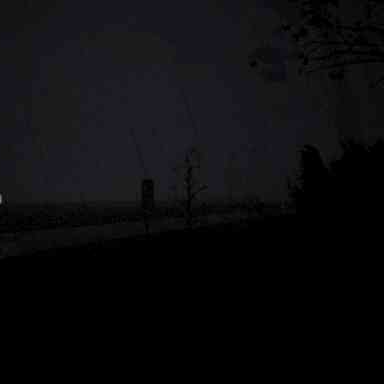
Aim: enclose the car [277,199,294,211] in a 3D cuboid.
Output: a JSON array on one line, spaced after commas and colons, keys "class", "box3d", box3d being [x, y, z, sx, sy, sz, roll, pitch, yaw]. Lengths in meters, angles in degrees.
[{"class": "car", "box3d": [12.481, 1.630, 42.387, 1.882, 1.535, 5.008, 0, 0, 35]}]
